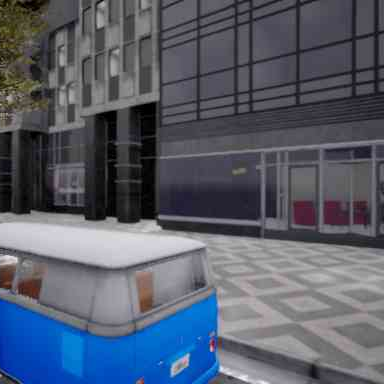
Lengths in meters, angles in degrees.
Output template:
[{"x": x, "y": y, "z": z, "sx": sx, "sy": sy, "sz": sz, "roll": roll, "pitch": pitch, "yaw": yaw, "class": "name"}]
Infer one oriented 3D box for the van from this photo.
[{"x": -1.617, "y": 1.340, "z": 4.114, "sx": 3.998, "sy": 1.788, "sz": 1.690, "roll": 0, "pitch": 0, "yaw": 35, "class": "van"}]
